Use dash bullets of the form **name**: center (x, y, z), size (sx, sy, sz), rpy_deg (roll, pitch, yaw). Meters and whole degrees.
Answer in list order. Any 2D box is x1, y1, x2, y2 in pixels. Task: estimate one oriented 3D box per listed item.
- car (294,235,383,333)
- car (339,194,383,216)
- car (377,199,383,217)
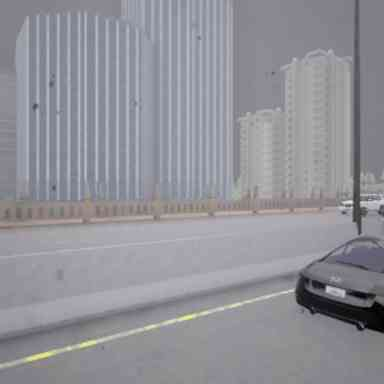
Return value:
- **car**: center (3.939, 1.565, 6.479), size (4.181, 1.385, 1.994), rpy_deg (0, 0, -35)
- **car**: center (16.912, 1.223, 32.850), size (5.566, 2.045, 2.150), rpy_deg (0, 0, -35)
- **car**: center (19.010, 1.532, 30.044), size (4.674, 1.442, 1.812), rpy_deg (0, 0, -35)
